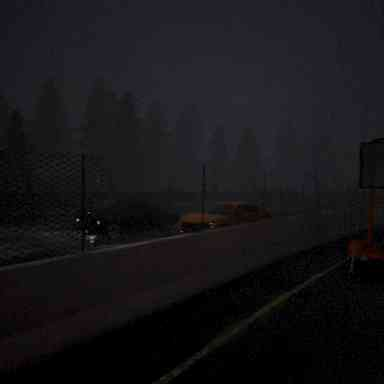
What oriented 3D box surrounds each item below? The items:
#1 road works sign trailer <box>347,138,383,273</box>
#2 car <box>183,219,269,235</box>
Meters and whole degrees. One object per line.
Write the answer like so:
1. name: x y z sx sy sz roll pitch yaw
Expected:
1. road works sign trailer: 5.844 0.324 8.915 2.380 3.560 2.880 2 2 44
2. car: 1.583 1.158 14.433 1.882 1.535 5.008 2 2 42
